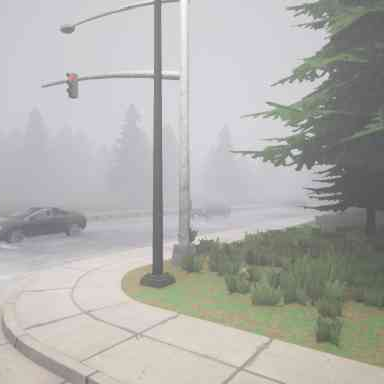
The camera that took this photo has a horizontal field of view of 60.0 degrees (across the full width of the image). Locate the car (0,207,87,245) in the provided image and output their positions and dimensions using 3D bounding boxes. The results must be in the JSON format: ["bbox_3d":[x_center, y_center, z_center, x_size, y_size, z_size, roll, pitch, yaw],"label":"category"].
[{"bbox_3d":[-7.286,1.464,15.664,2.128,1.511,4.902,0,0,35],"label":"car"}]

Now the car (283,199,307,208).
[{"bbox_3d":[14.250,1.574,46.141,1.895,1.301,4.718,0,0,37],"label":"car"}]

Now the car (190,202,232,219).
[{"bbox_3d":[1.542,1.573,28.473,1.895,1.301,4.718,0,0,35],"label":"car"}]
